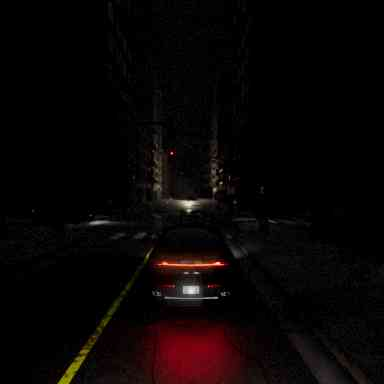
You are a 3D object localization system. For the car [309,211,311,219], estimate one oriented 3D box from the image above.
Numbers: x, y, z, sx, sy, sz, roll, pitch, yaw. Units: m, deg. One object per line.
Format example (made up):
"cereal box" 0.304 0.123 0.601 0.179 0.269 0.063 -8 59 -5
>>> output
"car" 12.301 1.724 27.523 5.008 1.535 1.882 1 0 -1

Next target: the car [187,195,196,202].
"car" -0.166 1.497 82.423 2.097 1.767 4.553 0 0 0

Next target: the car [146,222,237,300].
"car" -0.016 1.507 8.371 1.837 1.490 4.892 0 0 0

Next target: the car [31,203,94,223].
"car" -9.342 1.478 24.113 4.181 1.385 1.994 1 0 0
